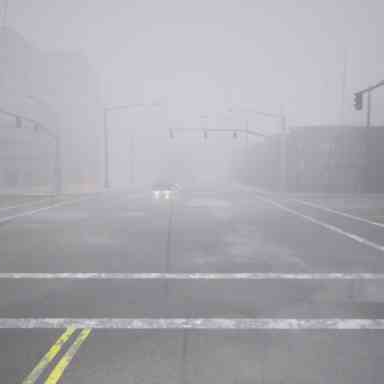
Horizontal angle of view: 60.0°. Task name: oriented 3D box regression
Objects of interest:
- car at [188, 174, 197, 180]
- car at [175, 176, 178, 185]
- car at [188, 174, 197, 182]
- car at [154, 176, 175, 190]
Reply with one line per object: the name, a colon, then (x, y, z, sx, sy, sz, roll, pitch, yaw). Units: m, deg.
car: (0.106, -3.685, 80.698, 2.033, 1.411, 5.357, 0, 4, 0)
car: (-3.527, -1.684, 51.307, 1.837, 1.490, 4.892, 0, 4, 0)
car: (0.093, -2.961, 70.872, 1.994, 1.385, 4.181, 0, 4, 0)
car: (-3.543, -0.957, 41.401, 1.994, 1.385, 4.181, 0, 4, 0)
